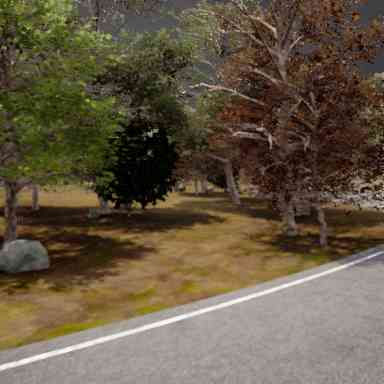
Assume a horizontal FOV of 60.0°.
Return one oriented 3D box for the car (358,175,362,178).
[{"bbox_3d":[35.466,-3.364,70.411,4.892,1.490,1.837,-3,3,3],"label":"car"}]
